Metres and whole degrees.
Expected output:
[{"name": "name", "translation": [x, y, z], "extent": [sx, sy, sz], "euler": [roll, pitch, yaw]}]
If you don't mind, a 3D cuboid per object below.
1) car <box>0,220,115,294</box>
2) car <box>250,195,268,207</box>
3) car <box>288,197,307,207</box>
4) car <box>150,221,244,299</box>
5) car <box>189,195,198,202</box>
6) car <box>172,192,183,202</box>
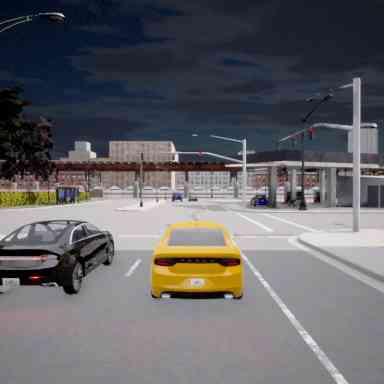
[{"name": "car", "translation": [-3.387, 1.474, 8.702], "extent": [2.128, 1.511, 4.902], "euler": [0, 0, 0]}, {"name": "car", "translation": [9.880, 1.254, 48.740], "extent": [2.242, 1.667, 4.611], "euler": [0, 0, 1]}, {"name": "car", "translation": [15.627, 1.426, 49.483], "extent": [1.970, 1.475, 3.806], "euler": [0, 0, 1]}, {"name": "car", "translation": [0.111, 1.468, 8.481], "extent": [1.882, 1.535, 5.008], "euler": [0, 0, 0]}, {"name": "car", "translation": [0.254, 1.446, 73.449], "extent": [1.994, 1.385, 4.181], "euler": [0, 0, 0]}, {"name": "car", "translation": [-3.243, 1.122, 74.060], "extent": [2.150, 2.045, 5.566], "euler": [0, 0, 0]}]
